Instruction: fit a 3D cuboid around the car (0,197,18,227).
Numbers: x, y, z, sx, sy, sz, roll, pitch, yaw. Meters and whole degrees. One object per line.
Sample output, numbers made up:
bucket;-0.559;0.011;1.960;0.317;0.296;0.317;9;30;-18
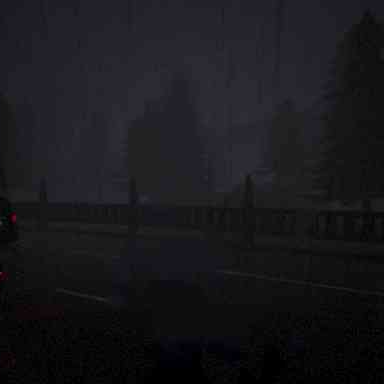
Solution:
car;-9.123;1.158;12.666;5.566;2.045;2.150;0;0;26

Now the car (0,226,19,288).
car;-5.978;1.487;7.110;4.674;1.442;1.812;0;0;29
